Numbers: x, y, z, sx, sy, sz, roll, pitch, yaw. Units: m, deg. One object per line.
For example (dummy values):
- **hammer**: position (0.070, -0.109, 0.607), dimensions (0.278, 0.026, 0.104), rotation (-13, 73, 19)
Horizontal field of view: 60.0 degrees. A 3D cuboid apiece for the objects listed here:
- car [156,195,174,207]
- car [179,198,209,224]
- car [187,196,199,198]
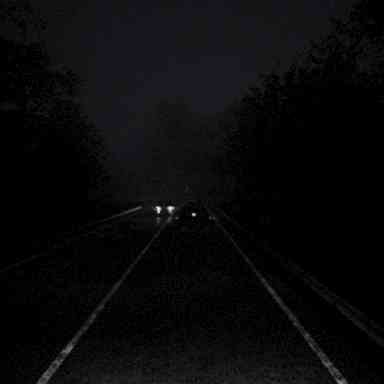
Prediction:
- **car**: position (-3.515, 1.169, 44.117), dimensions (1.812, 1.442, 4.674), rotation (0, 0, 1)
- **car**: position (0.116, 1.380, 22.888), dimensions (1.994, 1.385, 4.181), rotation (0, 1, 0)
- **car**: position (0.128, 1.165, 40.525), dimensions (2.128, 1.511, 4.902), rotation (0, 0, 0)
